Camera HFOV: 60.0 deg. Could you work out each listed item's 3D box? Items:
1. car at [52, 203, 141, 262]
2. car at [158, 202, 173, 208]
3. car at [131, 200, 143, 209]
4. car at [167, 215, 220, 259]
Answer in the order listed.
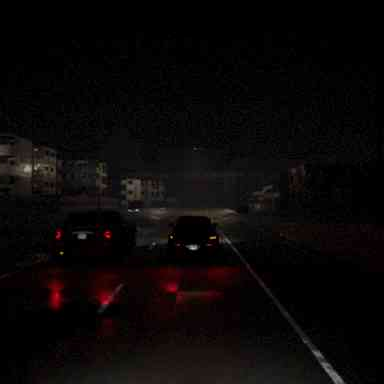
[{"bbox_3d":[-3.443,1.452,12.596,2.097,1.767,4.553,0,-1,0],"label":"car"},{"bbox_3d":[-7.033,3.514,88.203,1.882,1.535,5.008,-1,-2,29],"label":"car"},{"bbox_3d":[-12.279,2.839,72.727,2.150,2.045,5.566,0,-2,4],"label":"car"},{"bbox_3d":[0.060,1.630,12.935,1.812,1.442,4.674,0,-1,0],"label":"car"}]
